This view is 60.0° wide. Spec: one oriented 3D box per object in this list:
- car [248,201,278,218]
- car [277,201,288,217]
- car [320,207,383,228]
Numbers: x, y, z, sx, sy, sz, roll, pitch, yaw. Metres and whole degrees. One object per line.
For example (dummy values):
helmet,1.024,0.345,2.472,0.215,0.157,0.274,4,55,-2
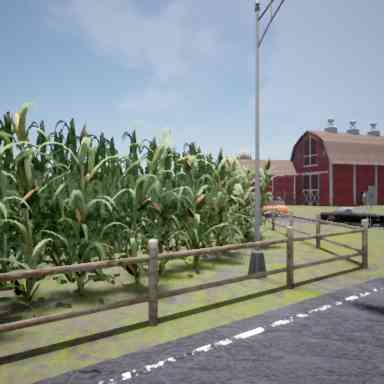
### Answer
car,6.361,1.929,34.007,1.994,1.385,4.181,1,-1,-28
car,8.359,1.763,36.472,2.097,1.767,4.553,1,-1,-28
car,11.872,1.779,24.167,1.895,1.301,4.718,1,-1,-29
